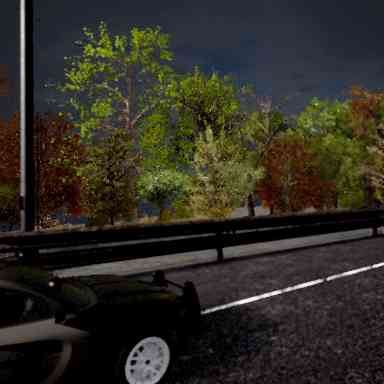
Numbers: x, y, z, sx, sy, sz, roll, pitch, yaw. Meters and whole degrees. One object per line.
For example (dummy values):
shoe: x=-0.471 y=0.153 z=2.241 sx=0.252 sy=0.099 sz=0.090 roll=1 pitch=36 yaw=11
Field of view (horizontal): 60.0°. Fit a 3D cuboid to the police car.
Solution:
police car: x=-2.239 y=1.425 z=3.561 sx=5.238 sy=1.638 sz=1.930 roll=0 pitch=0 yaw=-36
